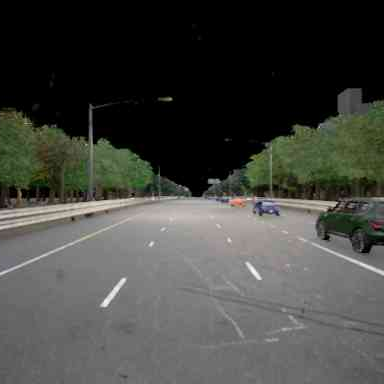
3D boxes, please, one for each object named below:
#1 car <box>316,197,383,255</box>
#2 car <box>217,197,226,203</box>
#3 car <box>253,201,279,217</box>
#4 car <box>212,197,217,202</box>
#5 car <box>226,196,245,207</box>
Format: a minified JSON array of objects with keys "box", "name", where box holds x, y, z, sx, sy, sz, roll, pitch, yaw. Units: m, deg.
[{"box":[7.043,1.229,13.565,2.150,2.045,5.566,0,0,-1],"name":"car"},{"box":[7.198,1.772,74.189,1.882,1.535,5.008,0,-1,0],"name":"car"},{"box":[7.022,1.543,31.758,1.812,1.442,4.674,0,0,0],"name":"car"},{"box":[7.324,2.017,91.183,1.837,1.490,4.892,0,-1,0],"name":"car"},{"box":[7.083,1.444,52.653,2.097,1.767,4.553,0,0,0],"name":"car"}]
